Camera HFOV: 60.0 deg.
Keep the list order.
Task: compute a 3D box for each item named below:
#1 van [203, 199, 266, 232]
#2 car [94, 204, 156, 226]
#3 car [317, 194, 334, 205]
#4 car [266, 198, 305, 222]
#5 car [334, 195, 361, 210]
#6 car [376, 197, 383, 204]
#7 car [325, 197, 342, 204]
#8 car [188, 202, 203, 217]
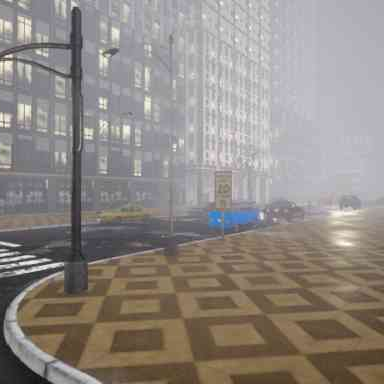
[{"bbox_3d":[2.670,1.368,20.206,1.690,1.788,3.998,0,0,38],"label":"van"},{"bbox_3d":[-4.724,1.540,23.911,1.752,1.417,4.829,0,0,38],"label":"car"},{"bbox_3d":[25.095,1.380,62.532,2.192,1.841,5.009,0,0,38],"label":"car"},{"bbox_3d":[7.625,1.472,26.841,1.967,1.590,4.097,0,0,38],"label":"car"},{"bbox_3d":[21.179,1.368,44.493,2.192,1.841,5.009,0,0,38],"label":"car"},{"bbox_3d":[38.121,1.658,66.556,1.947,1.339,4.313,0,0,38],"label":"car"},{"bbox_3d":[28.483,1.624,66.944,2.008,1.369,4.403,0,0,38],"label":"car"},{"bbox_3d":[1.375,1.603,31.641,1.802,1.307,4.206,0,0,38],"label":"car"}]
